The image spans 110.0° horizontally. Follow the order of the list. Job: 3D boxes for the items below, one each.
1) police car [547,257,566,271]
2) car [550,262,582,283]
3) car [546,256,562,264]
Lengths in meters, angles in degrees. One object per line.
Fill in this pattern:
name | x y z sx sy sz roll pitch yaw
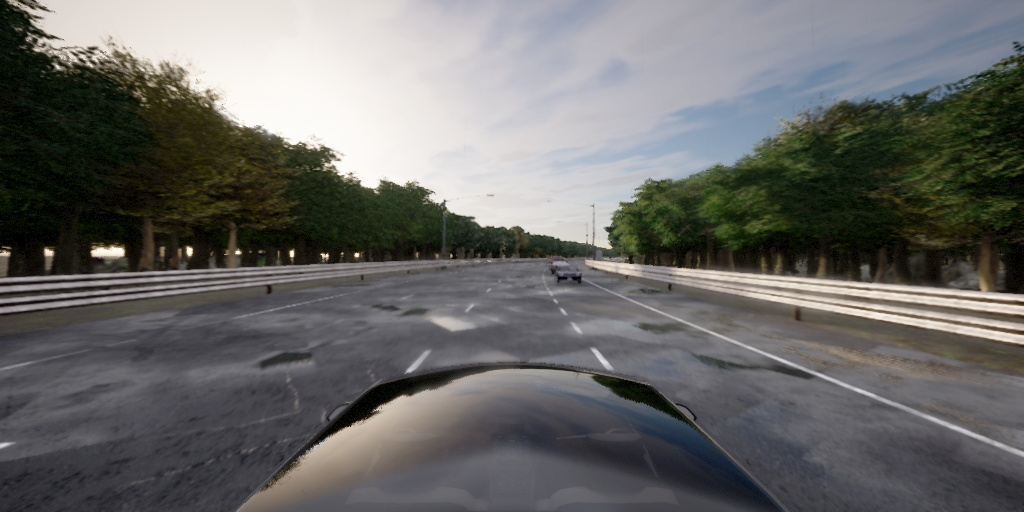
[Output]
police car | 5.094 1.218 38.743 1.930 1.638 5.238 0 0 5
car | 4.274 1.385 28.019 1.895 1.301 4.718 0 0 4
car | 6.178 1.028 49.311 2.150 2.045 5.566 0 0 6
